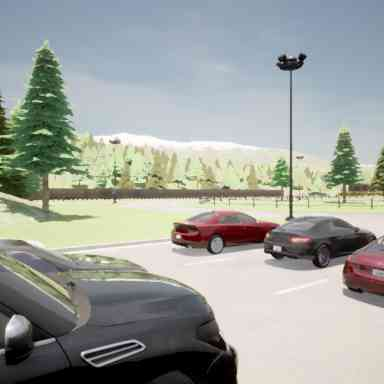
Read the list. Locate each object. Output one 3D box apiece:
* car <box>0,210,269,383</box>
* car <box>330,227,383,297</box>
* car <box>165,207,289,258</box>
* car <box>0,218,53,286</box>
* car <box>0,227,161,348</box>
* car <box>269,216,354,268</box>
[{"bbox_3d":[-2.224,1.222,2.151,5.566,2.045,2.150,0,0,-36],"label":"car"},{"bbox_3d":[5.351,1.563,7.630,4.181,1.385,1.994,0,0,-34],"label":"car"},{"bbox_3d":[1.528,1.477,13.495,5.008,1.535,1.882,0,0,-35],"label":"car"},{"bbox_3d":[-6.044,1.526,8.030,4.674,1.442,1.812,0,0,-36],"label":"car"},{"bbox_3d":[-3.363,1.547,5.647,5.357,1.411,2.033,0,0,-36],"label":"car"},{"bbox_3d":[4.421,1.525,11.251,4.674,1.442,1.812,0,0,-35],"label":"car"}]
